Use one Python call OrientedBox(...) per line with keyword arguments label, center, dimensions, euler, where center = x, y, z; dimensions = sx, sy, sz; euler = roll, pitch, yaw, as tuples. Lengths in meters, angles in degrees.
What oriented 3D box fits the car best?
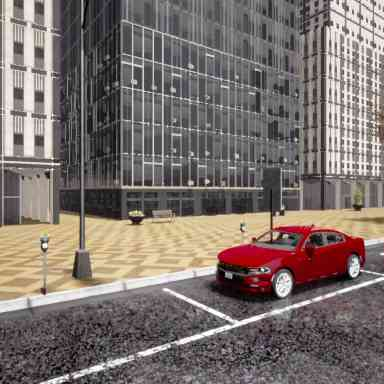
OrientedBox(label="car", center=(2.611, 1.545, 8.426), dimensions=(4.507, 1.381, 1.887), euler=(0, 0, -36))
